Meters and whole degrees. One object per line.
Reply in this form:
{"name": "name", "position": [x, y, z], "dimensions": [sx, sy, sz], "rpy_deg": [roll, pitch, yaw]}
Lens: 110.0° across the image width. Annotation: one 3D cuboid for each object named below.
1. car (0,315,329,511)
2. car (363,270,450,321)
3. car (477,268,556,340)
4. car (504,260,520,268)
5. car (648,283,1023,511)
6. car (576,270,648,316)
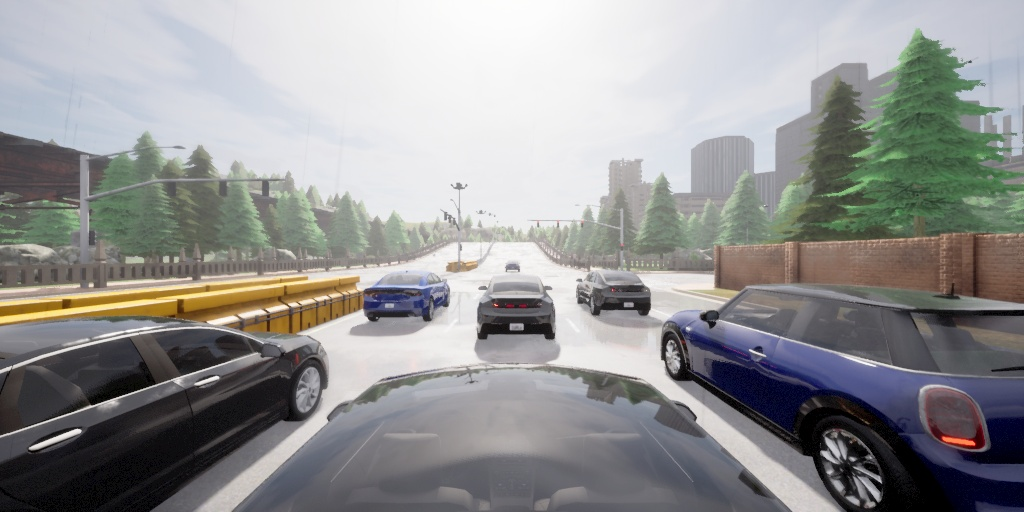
{"name": "car", "position": [-3.400, 1.255, 2.934], "dimensions": [1.837, 1.490, 4.892], "rpy_deg": [0, 0, 0]}
{"name": "car", "position": [-3.399, 1.228, 12.427], "dimensions": [1.882, 1.535, 5.008], "rpy_deg": [0, 0, 0]}
{"name": "car", "position": [0.099, 1.255, 10.003], "dimensions": [1.837, 1.490, 4.892], "rpy_deg": [0, 0, 0]}
{"name": "car", "position": [0.086, 1.276, 46.274], "dimensions": [1.812, 1.442, 4.674], "rpy_deg": [0, 0, 0]}
{"name": "car", "position": [3.602, 1.102, 4.352], "dimensions": [2.097, 1.767, 4.553], "rpy_deg": [0, 0, 0]}
{"name": "car", "position": [3.619, 1.255, 13.436], "dimensions": [1.837, 1.490, 4.892], "rpy_deg": [0, 0, 1]}
